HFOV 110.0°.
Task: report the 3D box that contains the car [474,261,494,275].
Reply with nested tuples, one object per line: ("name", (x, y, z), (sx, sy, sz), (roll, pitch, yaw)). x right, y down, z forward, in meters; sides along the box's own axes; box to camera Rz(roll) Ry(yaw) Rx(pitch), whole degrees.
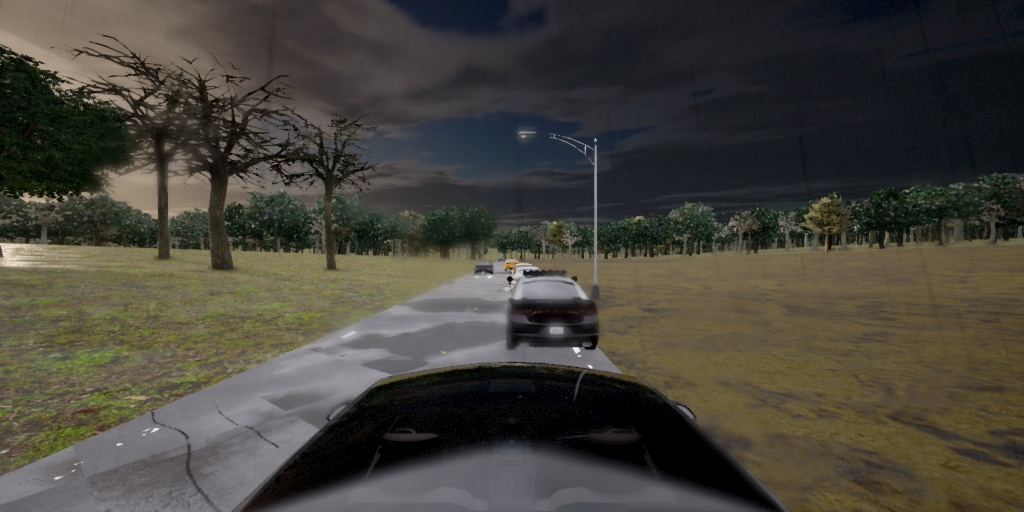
("car", (-2.857, 1.244, 37.928), (2.033, 1.411, 5.357), (0, 0, 0))

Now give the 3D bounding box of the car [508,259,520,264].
("car", (0.820, 1.180, 25.293), (1.801, 1.575, 5.366), (0, 0, 0))

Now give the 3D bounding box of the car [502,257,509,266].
("car", (0.028, 1.142, 48.502), (1.882, 1.535, 5.008), (0, 0, 0))

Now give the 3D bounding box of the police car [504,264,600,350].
("police car", (0.823, 1.171, 9.213), (1.930, 1.638, 5.238), (0, 0, 0))

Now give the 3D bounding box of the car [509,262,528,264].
("car", (0.822, 1.260, 19.103), (1.812, 1.442, 4.674), (0, 0, 0))
